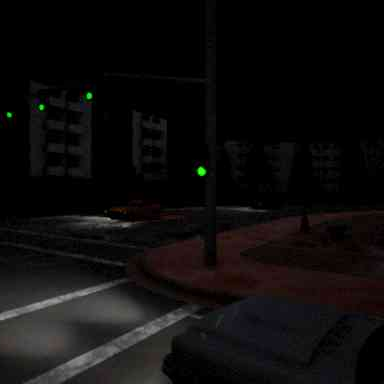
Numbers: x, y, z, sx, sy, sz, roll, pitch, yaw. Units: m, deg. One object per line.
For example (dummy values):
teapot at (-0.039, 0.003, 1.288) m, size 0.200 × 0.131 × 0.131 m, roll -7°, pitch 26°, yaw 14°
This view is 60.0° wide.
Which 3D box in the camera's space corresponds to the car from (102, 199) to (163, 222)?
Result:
car at (-4.302, 1.387, 25.954) m, size 1.882 × 1.535 × 5.008 m, roll 0°, pitch 0°, yaw 34°

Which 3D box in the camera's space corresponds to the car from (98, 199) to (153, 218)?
car at (-5.859, 1.396, 29.850) m, size 1.837 × 1.490 × 4.892 m, roll 0°, pitch 0°, yaw 35°

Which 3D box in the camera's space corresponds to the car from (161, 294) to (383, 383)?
car at (2.019, 1.602, 2.592) m, size 4.718 × 1.301 × 1.895 m, roll 0°, pitch 0°, yaw 37°

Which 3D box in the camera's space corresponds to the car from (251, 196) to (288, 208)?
car at (10.822, 1.402, 46.586) m, size 4.902 × 1.511 × 2.128 m, roll 0°, pitch 0°, yaw -31°

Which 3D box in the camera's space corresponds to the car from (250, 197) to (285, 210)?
car at (9.471, 1.398, 41.501) m, size 5.008 × 1.535 × 1.882 m, roll 0°, pitch 0°, yaw -35°
